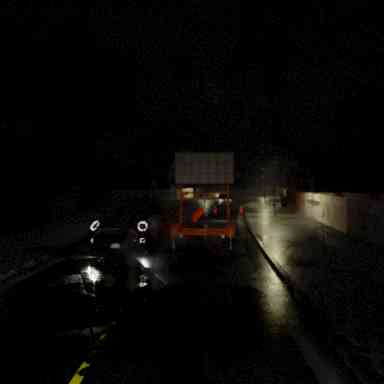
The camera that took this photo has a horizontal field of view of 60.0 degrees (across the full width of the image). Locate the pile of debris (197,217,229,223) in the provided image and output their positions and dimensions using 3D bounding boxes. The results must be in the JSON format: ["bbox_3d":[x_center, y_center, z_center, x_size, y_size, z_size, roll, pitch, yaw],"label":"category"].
[{"bbox_3d":[1.286,1.678,19.923,1.860,0.140,1.500,0,1,6],"label":"pile of debris"}]

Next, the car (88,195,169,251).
[{"bbox_3d":[-2.202,1.042,12.565,2.097,1.767,4.553,0,1,5],"label":"car"}]

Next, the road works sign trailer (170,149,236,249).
[{"bbox_3d":[0.498,0.143,12.928,2.380,3.560,2.880,0,1,6],"label":"road works sign trailer"}]

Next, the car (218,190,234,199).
[{"bbox_3d":[5.406,0.332,52.136,2.033,1.411,5.357,0,1,15],"label":"car"}]
